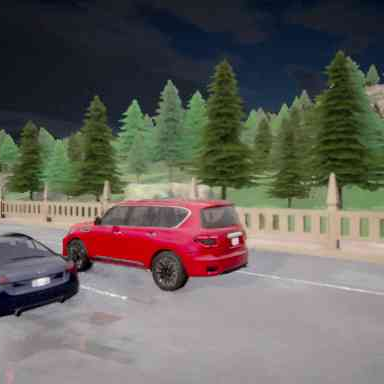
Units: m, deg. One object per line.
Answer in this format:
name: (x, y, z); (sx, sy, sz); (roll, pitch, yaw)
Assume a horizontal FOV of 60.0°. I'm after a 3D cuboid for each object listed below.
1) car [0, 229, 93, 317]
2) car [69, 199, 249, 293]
car: (-4.309, 1.564, 7.065); (4.181, 1.385, 1.994); (0, 0, 35)
car: (-1.195, 1.221, 9.142); (5.566, 2.045, 2.150); (0, 0, 35)
